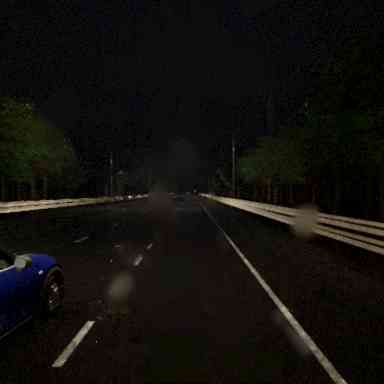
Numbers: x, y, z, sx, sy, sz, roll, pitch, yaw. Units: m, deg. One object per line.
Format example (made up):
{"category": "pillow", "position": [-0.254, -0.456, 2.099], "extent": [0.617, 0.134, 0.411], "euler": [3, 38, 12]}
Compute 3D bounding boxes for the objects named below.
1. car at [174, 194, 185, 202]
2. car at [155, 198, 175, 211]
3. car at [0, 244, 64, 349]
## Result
{"category": "car", "position": [-3.445, 1.610, 81.375], "extent": [1.994, 1.385, 4.181], "euler": [0, 0, 0]}
{"category": "car", "position": [-3.473, 1.642, 41.737], "extent": [1.895, 1.301, 4.718], "euler": [0, 0, 0]}
{"category": "car", "position": [-3.497, 1.353, 4.542], "extent": [2.097, 1.767, 4.553], "euler": [0, 0, 0]}
